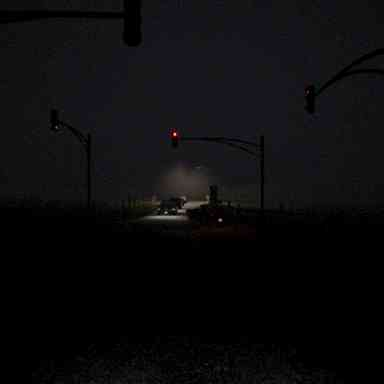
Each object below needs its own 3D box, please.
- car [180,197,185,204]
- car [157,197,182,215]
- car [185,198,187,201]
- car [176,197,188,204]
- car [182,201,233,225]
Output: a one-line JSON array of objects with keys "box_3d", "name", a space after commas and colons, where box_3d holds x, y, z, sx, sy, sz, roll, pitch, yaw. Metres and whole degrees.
[{"box_3d": [-2.294, 1.528, 44.246, 1.837, 1.490, 4.892, 0, 0, 1], "name": "car"}, {"box_3d": [-2.440, 1.564, 34.199, 2.033, 1.411, 5.357, 0, 0, 0], "name": "car"}, {"box_3d": [-2.151, 1.578, 54.662, 2.033, 1.411, 5.357, 0, 0, 1], "name": "car"}, {"box_3d": [-1.950, 1.601, 64.739, 1.994, 1.385, 4.181, 0, 0, 2], "name": "car"}, {"box_3d": [1.161, 1.609, 24.730, 1.895, 1.301, 4.718, 0, 0, -21], "name": "car"}]
